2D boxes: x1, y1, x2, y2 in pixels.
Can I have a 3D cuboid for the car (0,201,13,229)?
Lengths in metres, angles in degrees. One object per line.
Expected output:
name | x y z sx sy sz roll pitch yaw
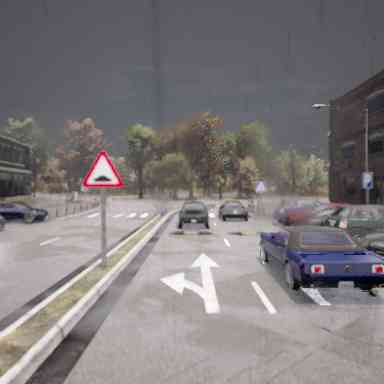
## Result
car | -12.545 1.270 17.740 4.553 1.767 2.185 0 0 0

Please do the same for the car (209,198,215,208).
car | 1.500 1.313 38.010 1.895 1.301 4.718 0 1 13

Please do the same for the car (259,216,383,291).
car | 3.103 1.560 8.872 1.895 1.301 4.718 0 0 0

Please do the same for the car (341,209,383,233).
car | 7.647 1.434 10.293 4.892 1.521 2.231 0 0 0

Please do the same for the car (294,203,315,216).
car | 7.639 1.438 15.813 4.674 1.452 2.002 0 0 0

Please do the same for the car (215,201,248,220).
car | 3.136 1.396 25.921 1.994 1.385 4.181 0 1 1

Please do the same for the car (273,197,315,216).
car | 7.612 1.229 21.330 4.553 1.767 2.185 0 1 0

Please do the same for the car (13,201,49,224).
car | -12.479 1.373 23.176 4.792 1.488 2.163 0 1 0

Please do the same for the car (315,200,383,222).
car | 7.610 1.291 13.055 4.553 1.767 2.185 0 0 0

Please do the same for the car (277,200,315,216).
car | 7.648 1.378 18.569 5.008 1.535 2.097 0 1 0

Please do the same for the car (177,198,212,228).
car | 0.106 1.381 21.404 1.837 1.490 4.892 0 1 0
